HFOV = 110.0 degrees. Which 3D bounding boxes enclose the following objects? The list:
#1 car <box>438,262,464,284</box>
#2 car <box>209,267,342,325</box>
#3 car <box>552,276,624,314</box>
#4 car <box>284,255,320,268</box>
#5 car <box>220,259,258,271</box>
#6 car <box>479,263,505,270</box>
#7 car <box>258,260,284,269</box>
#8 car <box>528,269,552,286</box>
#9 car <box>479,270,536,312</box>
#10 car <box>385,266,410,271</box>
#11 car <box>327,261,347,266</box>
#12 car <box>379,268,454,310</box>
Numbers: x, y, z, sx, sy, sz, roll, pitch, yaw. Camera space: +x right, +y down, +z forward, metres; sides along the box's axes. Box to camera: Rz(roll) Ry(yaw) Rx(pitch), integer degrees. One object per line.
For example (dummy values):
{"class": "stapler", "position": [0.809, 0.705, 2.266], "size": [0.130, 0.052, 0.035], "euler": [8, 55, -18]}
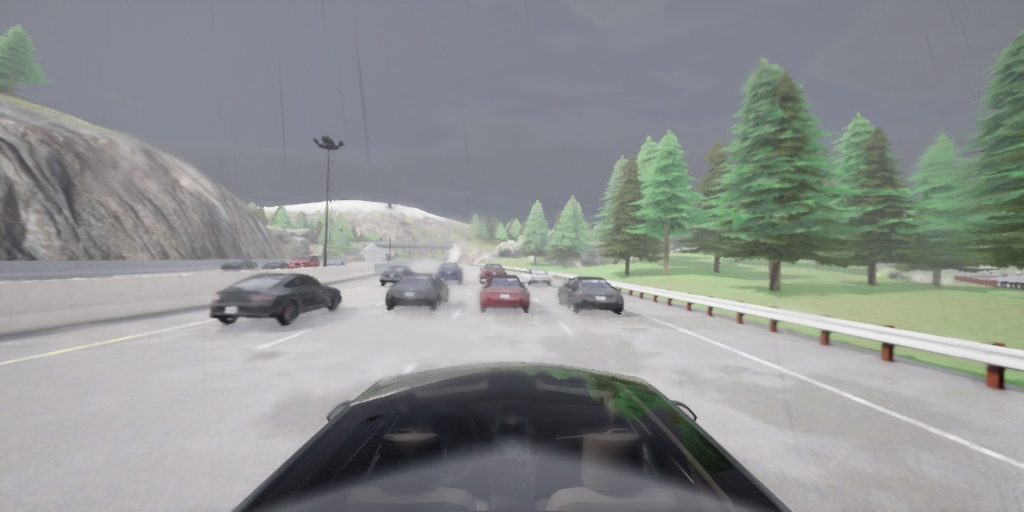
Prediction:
{"class": "car", "position": [-5.154, 1.325, 30.037], "size": [2.097, 1.767, 4.553], "euler": [1, -1, -7]}
{"class": "car", "position": [-7.177, 1.235, 11.413], "size": [1.812, 1.442, 4.674], "euler": [1, -1, -1]}
{"class": "car", "position": [3.166, 1.541, 15.137], "size": [1.994, 1.385, 4.181], "euler": [1, -1, -3]}
{"class": "car", "position": [-25.385, 0.925, 44.192], "size": [2.150, 2.045, 5.566], "euler": [1, -1, -12]}
{"class": "car", "position": [-32.195, 1.085, 42.622], "size": [2.033, 1.411, 5.357], "euler": [1, -1, -12]}
{"class": "car", "position": [-1.668, 1.404, 30.332], "size": [2.097, 1.767, 4.553], "euler": [1, -1, -7]}
{"class": "car", "position": [-29.023, 1.191, 44.413], "size": [1.994, 1.385, 4.181], "euler": [1, -1, -12]}
{"class": "car", "position": [1.966, 1.723, 29.503], "size": [1.895, 1.301, 4.718], "euler": [1, -1, -6]}
{"class": "car", "position": [-0.338, 1.465, 15.137], "size": [1.994, 1.385, 4.181], "euler": [1, -1, -3]}
{"class": "car", "position": [-8.245, 1.411, 26.336], "size": [2.033, 1.411, 5.357], "euler": [1, -1, -6]}
{"class": "car", "position": [-22.050, 1.314, 45.248], "size": [1.812, 1.442, 4.674], "euler": [1, 0, -12]}
{"class": "car", "position": [-3.831, 1.389, 15.080], "size": [1.994, 1.385, 4.181], "euler": [1, -1, -3]}
